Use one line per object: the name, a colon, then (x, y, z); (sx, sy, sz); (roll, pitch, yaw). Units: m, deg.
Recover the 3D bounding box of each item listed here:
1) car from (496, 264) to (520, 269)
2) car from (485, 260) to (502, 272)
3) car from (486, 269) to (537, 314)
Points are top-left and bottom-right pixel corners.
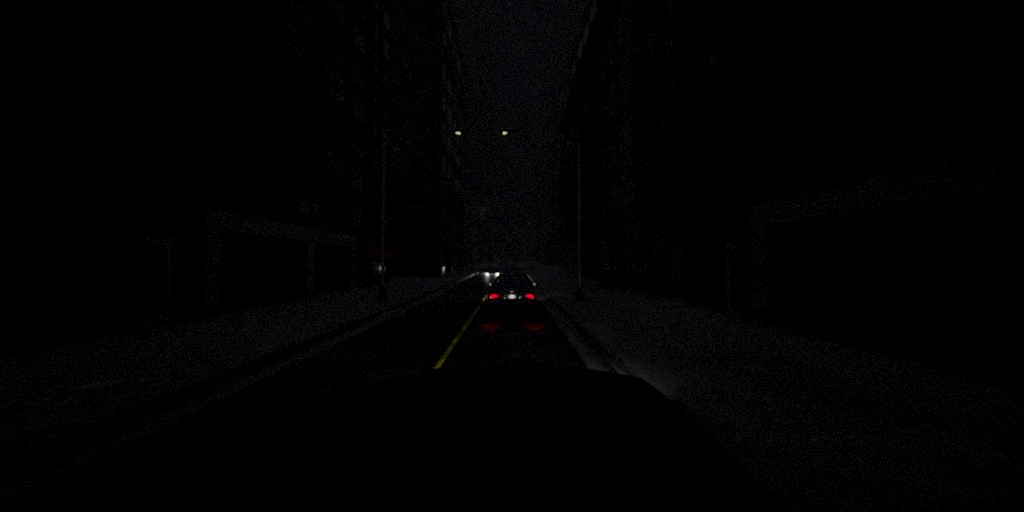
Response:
car: (0.015, 1.547, 29.378); (2.033, 1.411, 5.357); (0, 0, 0)
car: (-2.764, 1.681, 52.004); (1.812, 1.442, 4.674); (0, -1, 0)
car: (0.013, 1.421, 14.392); (2.033, 1.411, 5.357); (0, -1, 0)
